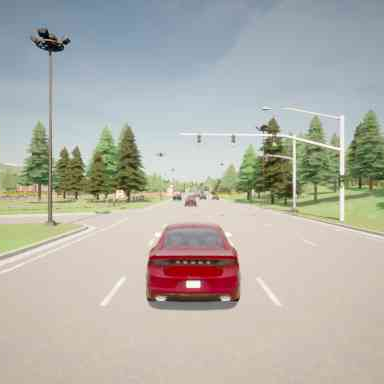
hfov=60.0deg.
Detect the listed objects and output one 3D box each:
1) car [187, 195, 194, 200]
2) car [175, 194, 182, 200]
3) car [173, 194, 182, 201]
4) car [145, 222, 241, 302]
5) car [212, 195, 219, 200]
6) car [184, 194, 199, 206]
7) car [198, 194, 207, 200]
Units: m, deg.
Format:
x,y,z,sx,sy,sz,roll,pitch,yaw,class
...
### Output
x,y,z,sx,sy,sz,roll,pitch,yaw,class
-0.345,1.427,94.007,1.895,1.301,4.718,0,0,0,car
-3.845,1.310,93.964,1.882,1.535,5.008,0,0,0,car
-3.807,1.469,83.544,1.882,1.535,5.008,0,0,0,car
0.033,1.478,8.342,1.882,1.535,5.008,0,0,0,car
6.653,1.525,94.416,2.128,1.511,4.902,0,0,0,car
-0.193,1.525,52.944,1.812,1.442,4.674,0,0,0,car
3.153,1.524,94.403,1.812,1.442,4.674,0,0,0,car
